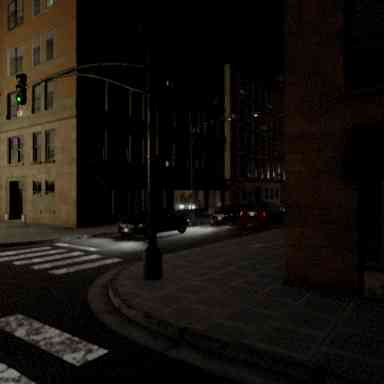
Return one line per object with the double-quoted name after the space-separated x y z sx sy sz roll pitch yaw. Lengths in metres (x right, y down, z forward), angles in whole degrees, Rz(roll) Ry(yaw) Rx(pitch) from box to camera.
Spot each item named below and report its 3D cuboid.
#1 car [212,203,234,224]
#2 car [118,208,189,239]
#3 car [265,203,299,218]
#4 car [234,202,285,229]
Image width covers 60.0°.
3.388 1.640 25.801 2.128 1.511 4.902 0 0 35 "car"
-1.946 1.624 18.332 1.812 1.442 4.674 0 0 34 "car"
9.295 1.805 34.061 1.895 1.301 4.718 0 0 36 "car"
5.100 1.489 23.119 2.097 1.767 4.553 0 0 36 "car"
